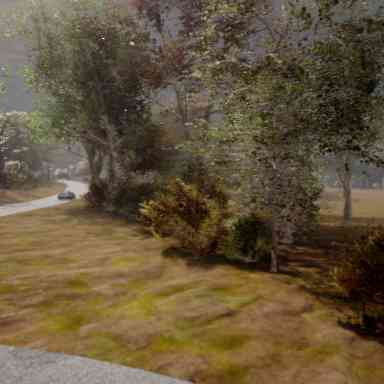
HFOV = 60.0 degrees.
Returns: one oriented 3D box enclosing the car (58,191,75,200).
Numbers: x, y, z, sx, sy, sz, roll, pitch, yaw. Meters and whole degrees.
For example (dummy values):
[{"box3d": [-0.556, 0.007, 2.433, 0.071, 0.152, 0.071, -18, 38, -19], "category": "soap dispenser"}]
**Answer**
[{"box3d": [-19.695, 0.475, 52.311, 1.994, 1.385, 4.181, -2, 3, -10], "category": "car"}]
